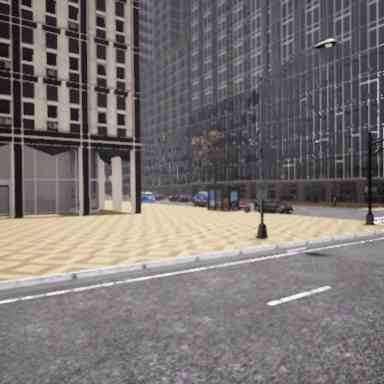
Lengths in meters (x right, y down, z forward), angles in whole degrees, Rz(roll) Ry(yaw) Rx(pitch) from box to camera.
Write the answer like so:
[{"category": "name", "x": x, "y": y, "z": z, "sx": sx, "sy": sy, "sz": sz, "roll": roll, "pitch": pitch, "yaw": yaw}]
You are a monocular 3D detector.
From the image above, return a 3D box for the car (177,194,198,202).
[{"category": "car", "x": -0.900, "y": 1.080, "z": 61.508, "sx": 1.802, "sy": 1.307, "sz": 4.206, "roll": 0, "pitch": 1, "yaw": -34}]

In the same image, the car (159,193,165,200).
[{"category": "car", "x": -7.911, "y": 0.808, "z": 67.169, "sx": 2.097, "sy": 1.767, "sz": 4.553, "roll": -1, "pitch": 1, "yaw": -34}]

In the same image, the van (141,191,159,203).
[{"category": "van", "x": -7.821, "y": 0.965, "z": 56.783, "sx": 1.690, "sy": 1.788, "sz": 3.998, "roll": 0, "pitch": 1, "yaw": -34}]

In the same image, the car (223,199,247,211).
[{"category": "car", "x": 4.900, "y": 1.416, "z": 37.947, "sx": 1.802, "sy": 1.307, "sz": 4.206, "roll": 0, "pitch": 1, "yaw": -34}]

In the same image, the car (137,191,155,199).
[{"category": "car", "x": -10.511, "y": 0.651, "z": 75.589, "sx": 2.192, "sy": 1.841, "sz": 5.009, "roll": 0, "pitch": 1, "yaw": -34}]

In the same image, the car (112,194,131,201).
[{"category": "car", "x": -14.230, "y": 1.067, "z": 66.174, "sx": 2.008, "sy": 1.369, "sz": 4.403, "roll": 0, "pitch": 1, "yaw": -34}]

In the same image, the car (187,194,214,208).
[{"category": "car", "x": 1.745, "y": 1.348, "z": 42.673, "sx": 1.947, "sy": 1.339, "sz": 4.313, "roll": 0, "pitch": 1, "yaw": -34}]

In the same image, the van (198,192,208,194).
[{"category": "van", "x": 2.304, "y": 0.892, "z": 56.811, "sx": 1.690, "sy": 1.788, "sz": 3.998, "roll": 0, "pitch": 1, "yaw": -34}]

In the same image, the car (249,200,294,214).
[{"category": "car", "x": 8.090, "y": 1.452, "z": 33.240, "sx": 1.947, "sy": 1.339, "sz": 4.313, "roll": 0, "pitch": 1, "yaw": -34}]

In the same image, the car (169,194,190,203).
[{"category": "car", "x": -2.354, "y": 1.113, "z": 59.034, "sx": 1.994, "sy": 1.385, "sz": 4.181, "roll": -1, "pitch": 1, "yaw": -35}]

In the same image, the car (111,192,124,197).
[{"category": "car", "x": -20.123, "y": 0.724, "z": 89.674, "sx": 2.008, "sy": 1.369, "sz": 4.403, "roll": 0, "pitch": 1, "yaw": -34}]

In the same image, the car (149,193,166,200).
[{"category": "car", "x": -7.307, "y": 0.972, "z": 70.898, "sx": 1.802, "sy": 1.307, "sz": 4.206, "roll": 0, "pitch": 1, "yaw": -34}]

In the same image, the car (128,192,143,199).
[{"category": "car", "x": -13.716, "y": 0.722, "z": 80.284, "sx": 1.967, "sy": 1.590, "sz": 4.097, "roll": 0, "pitch": 1, "yaw": -34}]
